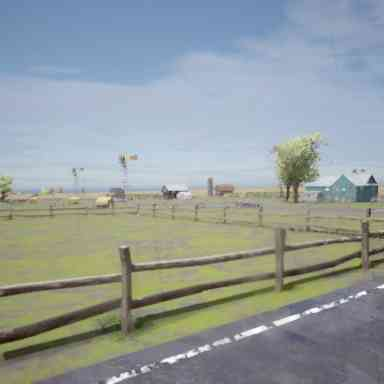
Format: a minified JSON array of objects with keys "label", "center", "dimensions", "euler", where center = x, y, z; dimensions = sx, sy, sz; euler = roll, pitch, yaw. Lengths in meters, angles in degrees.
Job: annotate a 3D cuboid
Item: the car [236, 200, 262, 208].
[{"label":"car","center":[10.340,2.134,60.862],"dimensions":[2.033,1.411,5.357],"euler":[-1,0,-36]}]
